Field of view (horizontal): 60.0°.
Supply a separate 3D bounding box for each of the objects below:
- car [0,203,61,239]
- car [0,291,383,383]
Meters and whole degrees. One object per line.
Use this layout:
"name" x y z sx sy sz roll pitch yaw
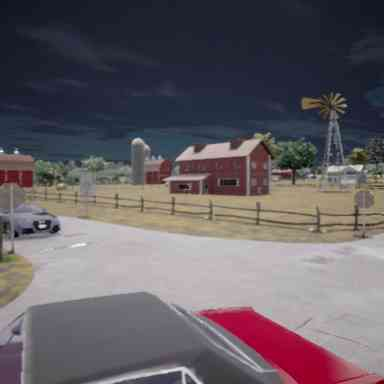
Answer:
"car" -7.843 1.218 15.401 4.181 1.385 1.994 2 3 40
"car" -0.995 1.570 2.297 4.718 1.301 1.895 1 0 -26
